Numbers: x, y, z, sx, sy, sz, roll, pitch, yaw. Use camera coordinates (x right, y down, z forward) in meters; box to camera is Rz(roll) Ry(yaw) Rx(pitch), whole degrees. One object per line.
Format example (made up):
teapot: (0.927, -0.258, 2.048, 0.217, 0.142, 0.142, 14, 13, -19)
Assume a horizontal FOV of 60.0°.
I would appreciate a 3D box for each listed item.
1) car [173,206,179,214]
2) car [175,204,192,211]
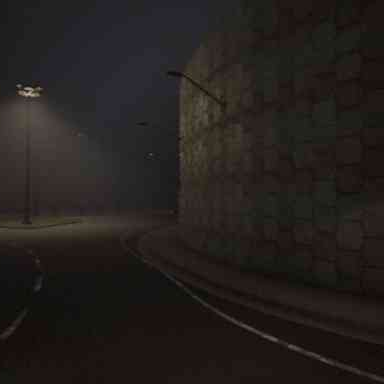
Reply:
car: (-1.358, 2.881, 54.038, 2.033, 1.411, 5.357, 0, -2, 20)
car: (-1.738, 3.346, 73.845, 2.128, 1.511, 4.902, 0, -2, 20)
